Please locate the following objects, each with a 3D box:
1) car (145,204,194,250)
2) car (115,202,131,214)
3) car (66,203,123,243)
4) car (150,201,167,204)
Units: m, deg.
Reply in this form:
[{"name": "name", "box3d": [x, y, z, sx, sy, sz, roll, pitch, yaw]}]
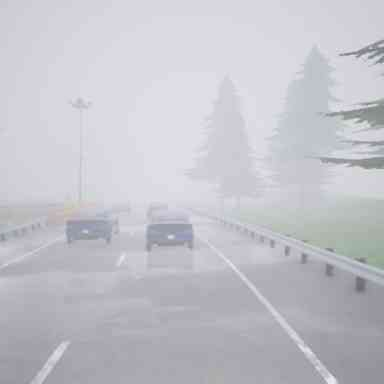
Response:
[{"name": "car", "box3d": [-1.040, 1.509, 14.674, 1.882, 1.535, 5.008, 0, 0, -6]}, {"name": "car", "box3d": [-7.520, 1.680, 35.726, 1.895, 1.301, 4.718, 0, 0, -9]}, {"name": "car", "box3d": [-4.752, 1.518, 16.417, 1.882, 1.535, 5.008, 0, 0, -7]}, {"name": "car", "box3d": [-2.938, 1.541, 28.903, 1.882, 1.535, 5.008, 0, 0, -8]}]
